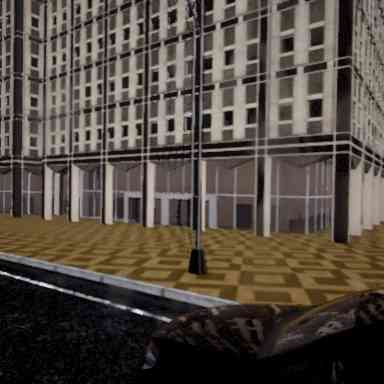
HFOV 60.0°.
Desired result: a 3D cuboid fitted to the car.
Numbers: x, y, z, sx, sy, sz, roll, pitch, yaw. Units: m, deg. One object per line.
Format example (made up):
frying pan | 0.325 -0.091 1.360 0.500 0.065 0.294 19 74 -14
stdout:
car | 1.631 1.526 2.521 4.674 1.442 1.812 0 0 36
